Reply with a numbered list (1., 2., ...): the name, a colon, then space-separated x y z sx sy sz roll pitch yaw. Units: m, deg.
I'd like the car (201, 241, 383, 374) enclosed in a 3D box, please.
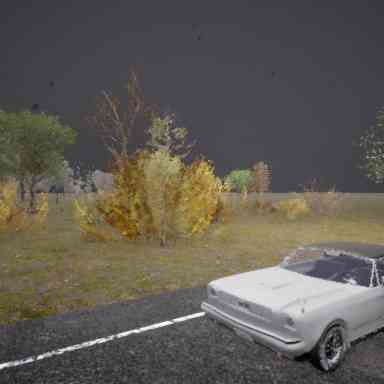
1. car: 2.496 1.600 5.722 4.718 1.301 1.895 0 0 -35
